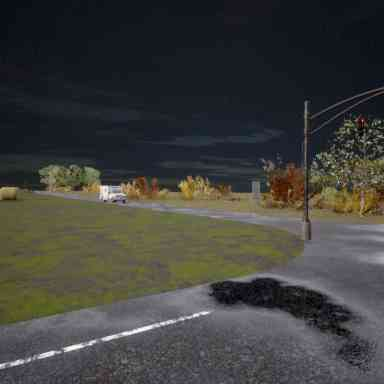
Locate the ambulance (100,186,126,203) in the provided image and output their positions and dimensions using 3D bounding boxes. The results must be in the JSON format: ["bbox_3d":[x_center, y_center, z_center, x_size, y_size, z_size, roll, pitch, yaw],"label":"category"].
[{"bbox_3d":[-11.912,0.341,50.044,2.351,2.431,6.366,2,0,-32],"label":"ambulance"}]
